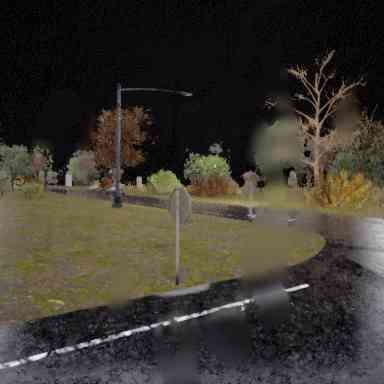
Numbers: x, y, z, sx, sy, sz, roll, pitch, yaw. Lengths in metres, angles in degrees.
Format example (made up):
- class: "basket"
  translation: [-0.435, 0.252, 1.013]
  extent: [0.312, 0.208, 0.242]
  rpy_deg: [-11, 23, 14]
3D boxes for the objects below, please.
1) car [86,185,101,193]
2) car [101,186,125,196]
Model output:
- class: "car"
  translation: [-17.640, -0.521, 59.847]
  extent: [1.812, 1.442, 4.674]
  rpy_deg: [0, 2, -36]
- class: "car"
  translation: [-12.054, -0.212, 52.049]
  extent: [1.812, 1.442, 4.674]
  rpy_deg: [0, 2, -36]
